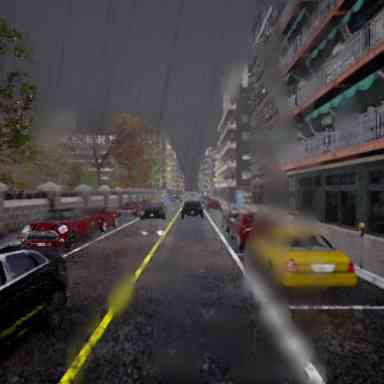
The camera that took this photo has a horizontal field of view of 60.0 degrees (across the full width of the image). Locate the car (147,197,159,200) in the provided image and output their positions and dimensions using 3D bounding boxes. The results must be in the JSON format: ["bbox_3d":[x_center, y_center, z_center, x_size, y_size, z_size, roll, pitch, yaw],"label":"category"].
[{"bbox_3d":[-5.688,1.603,42.184,1.802,1.307,4.206,0,0,0],"label":"car"}]

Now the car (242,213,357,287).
[{"bbox_3d":[2.689,1.528,9.142,1.752,1.417,4.829,0,0,0],"label":"car"}]

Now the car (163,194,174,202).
[{"bbox_3d":[-5.685,1.374,80.930,2.192,1.841,5.009,0,0,0],"label":"car"}]

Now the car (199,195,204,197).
[{"bbox_3d":[2.694,1.602,58.789,1.947,1.339,4.313,0,0,0],"label":"car"}]

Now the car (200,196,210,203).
[{"bbox_3d":[2.695,1.613,69.859,1.947,1.339,4.313,0,0,0],"label":"car"}]

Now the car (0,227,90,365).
[{"bbox_3d":[-3.100,1.493,4.019,2.128,1.511,4.902,0,0,0],"label":"car"}]

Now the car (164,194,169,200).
[{"bbox_3d":[-5.686,1.587,58.790,2.008,1.369,4.403,0,0,0],"label":"car"}]

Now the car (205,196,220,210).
[{"bbox_3d":[2.693,1.566,42.184,1.887,1.381,4.507,0,0,0],"label":"car"}]

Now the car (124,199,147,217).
[{"bbox_3d":[-5.689,1.596,31.113,1.802,1.307,4.206,0,0,0],"label":"car"}]

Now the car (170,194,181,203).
[{"bbox_3d":[-2.993,1.555,68.157,1.812,1.442,4.674,0,0,0],"label":"car"}]

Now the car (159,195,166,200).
[{"bbox_3d":[-5.687,1.556,53.084,1.752,1.417,4.829,0,0,0],"label":"car"}]

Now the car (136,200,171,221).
[{"bbox_3d":[-3.054,1.577,27.252,1.994,1.385,4.181,0,0,0],"label":"car"}]

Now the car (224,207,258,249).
[{"bbox_3d":[2.689,1.550,14.507,1.887,1.381,4.507,0,0,0],"label":"car"}]

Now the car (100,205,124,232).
[{"bbox_3d":[-5.690,1.553,20.043,1.887,1.381,4.507,0,0,0],"label":"car"}]

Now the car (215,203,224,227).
[{"bbox_3d":[2.690,1.559,20.043,2.008,1.369,4.403,0,0,0],"label":"car"}]

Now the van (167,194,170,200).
[{"bbox_3d":[-5.686,1.394,75.394,1.690,1.788,3.998,0,0,0],"label":"van"}]

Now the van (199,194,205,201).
[{"bbox_3d":[2.697,1.412,92.000,1.690,1.788,3.998,0,0,0],"label":"van"}]

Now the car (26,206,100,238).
[{"bbox_3d":[-5.691,1.446,14.508,1.967,1.590,4.097,0,0,0],"label":"car"}]

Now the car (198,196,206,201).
[{"bbox_3d":[2.697,1.631,86.465,1.947,1.339,4.313,0,0,0],"label":"car"}]

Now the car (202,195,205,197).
[{"bbox_3d":[2.693,1.570,47.719,1.887,1.381,4.507,0,0,0],"label":"car"}]

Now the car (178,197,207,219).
[{"bbox_3d":[0.062,1.491,29.563,1.882,1.535,5.008,0,0,1],"label":"car"}]
